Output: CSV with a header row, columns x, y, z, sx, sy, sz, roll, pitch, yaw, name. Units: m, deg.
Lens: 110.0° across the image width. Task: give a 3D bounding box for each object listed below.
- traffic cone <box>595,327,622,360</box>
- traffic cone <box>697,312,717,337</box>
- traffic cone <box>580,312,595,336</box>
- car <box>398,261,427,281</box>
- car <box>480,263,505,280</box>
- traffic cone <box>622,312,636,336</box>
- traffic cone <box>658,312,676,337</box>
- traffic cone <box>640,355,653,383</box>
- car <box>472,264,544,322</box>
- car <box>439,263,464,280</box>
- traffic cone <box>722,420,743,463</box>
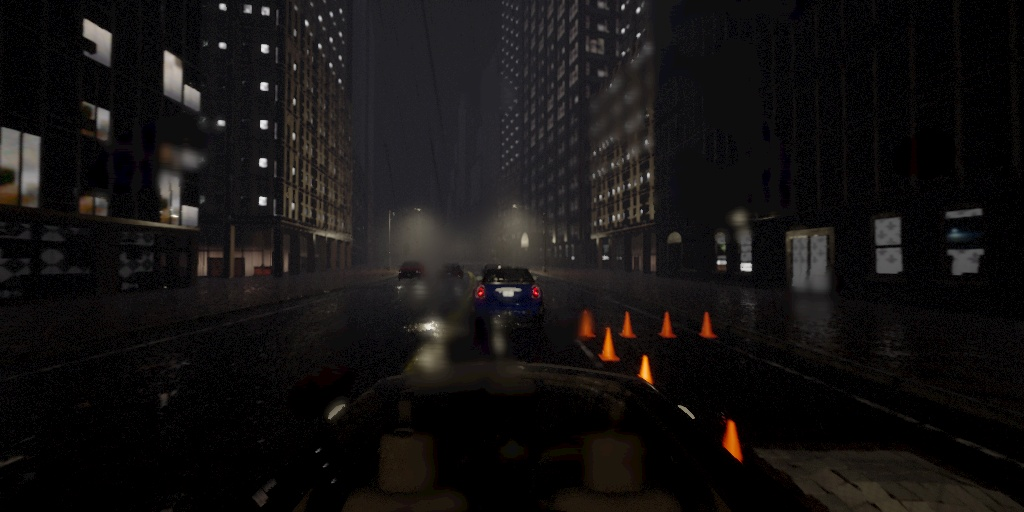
x,y,z,sx,sy,sz,roll,pitch,yaw,name
1.903,1.705,7.077,0.340,0.580,0.340,0,0,0,traffic cone
4.914,1.710,9.058,0.340,0.580,0.340,0,0,0,traffic cone
1.915,1.705,9.077,0.340,0.580,0.340,0,0,0,traffic cone
-8.330,1.200,30.356,1.882,1.535,5.008,0,0,-7,car
-1.789,1.346,32.082,1.895,1.301,4.718,0,0,-7,car
2.915,1.707,9.071,0.340,0.580,0.340,0,0,0,traffic cone
3.914,1.709,9.065,0.340,0.580,0.340,0,0,0,traffic cone
1.890,1.706,5.077,0.340,0.580,0.340,0,0,0,traffic cone
-0.178,1.097,12.346,2.097,1.767,4.553,0,0,-2,car
-5.080,1.297,30.436,1.994,1.385,4.181,0,0,-7,car
1.877,1.707,3.078,0.340,0.580,0.340,0,0,0,traffic cone
